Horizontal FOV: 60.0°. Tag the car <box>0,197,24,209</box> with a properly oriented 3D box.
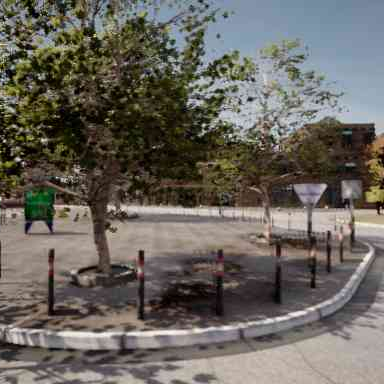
[{"bbox_3d":[-25.496,1.467,47.096,2.185,1.767,4.553,-1,-1,33],"label":"car"}]
